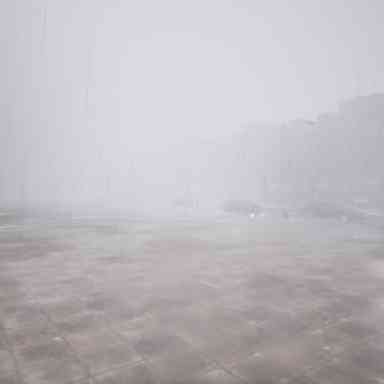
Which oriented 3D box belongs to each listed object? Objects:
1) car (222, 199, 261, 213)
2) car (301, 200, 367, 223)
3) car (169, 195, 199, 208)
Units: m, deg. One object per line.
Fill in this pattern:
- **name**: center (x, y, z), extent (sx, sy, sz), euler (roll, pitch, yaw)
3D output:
- **car**: center (4.906, 1.376, 33.372), extent (1.994, 1.385, 4.181), euler (-2, 2, -36)
- **car**: center (10.646, 1.426, 25.251), extent (1.837, 1.490, 4.892), euler (-2, 2, -35)
- **car**: center (-1.007, 1.189, 41.755), extent (2.128, 1.511, 4.902), euler (-2, 2, -35)
